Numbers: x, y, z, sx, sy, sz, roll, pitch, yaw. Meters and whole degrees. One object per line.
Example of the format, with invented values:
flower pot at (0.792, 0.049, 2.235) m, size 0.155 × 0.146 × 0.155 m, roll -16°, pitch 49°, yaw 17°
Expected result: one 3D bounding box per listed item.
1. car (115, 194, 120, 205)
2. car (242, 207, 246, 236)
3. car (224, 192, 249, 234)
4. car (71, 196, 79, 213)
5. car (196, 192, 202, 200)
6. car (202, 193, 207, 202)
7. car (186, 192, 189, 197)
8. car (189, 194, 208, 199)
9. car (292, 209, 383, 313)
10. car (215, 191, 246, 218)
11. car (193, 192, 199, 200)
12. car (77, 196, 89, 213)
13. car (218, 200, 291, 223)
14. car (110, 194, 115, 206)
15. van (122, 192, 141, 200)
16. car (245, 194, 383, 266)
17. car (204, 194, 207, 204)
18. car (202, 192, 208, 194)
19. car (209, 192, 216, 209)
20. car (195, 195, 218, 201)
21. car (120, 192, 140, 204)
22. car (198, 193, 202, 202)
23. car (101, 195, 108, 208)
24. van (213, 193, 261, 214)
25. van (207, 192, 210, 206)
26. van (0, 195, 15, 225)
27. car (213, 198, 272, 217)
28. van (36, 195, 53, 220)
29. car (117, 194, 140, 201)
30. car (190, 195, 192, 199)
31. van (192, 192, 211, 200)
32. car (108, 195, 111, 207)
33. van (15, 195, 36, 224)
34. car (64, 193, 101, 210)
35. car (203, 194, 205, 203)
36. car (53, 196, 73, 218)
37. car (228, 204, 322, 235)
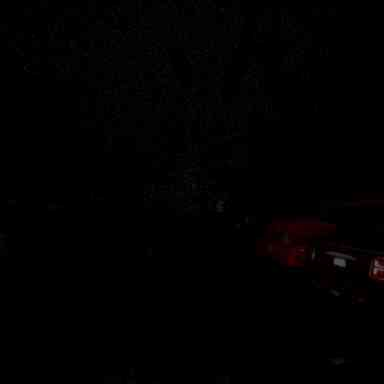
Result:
car at (-13.728, 1.403, 49.477) m, size 5.008 × 1.535 × 2.097 m, roll -1°, pitch 0°, yaw -21°
car at (4.709, 1.484, 12.884) m, size 4.792 × 1.488 × 2.163 m, roll 1°, pitch 0°, yaw -20°
car at (4.702, 1.197, 15.888) m, size 5.566 × 2.045 × 2.435 m, roll 1°, pitch 0°, yaw -20°
car at (-13.566, 1.468, 31.639) m, size 4.792 × 1.488 × 2.163 m, roll -1°, pitch 0°, yaw -20°
car at (4.028, 1.337, 64.104) m, size 5.008 × 1.535 × 2.097 m, roll 1°, pitch 0°, yaw -23°
car at (4.488, 1.375, 49.007) m, size 4.892 × 1.521 × 2.231 m, roll 1°, pitch 0°, yaw -21°
car at (1.863, 1.266, 91.136) m, size 5.366 × 1.575 × 1.946 m, roll 1°, pitch 0°, yaw -26°
car at (1.904, 1.299, 94.197) m, size 4.792 × 1.488 × 2.163 m, roll 1°, pitch 0°, yaw -26°
car at (4.721, 1.343, 6.878) m, size 4.553 × 1.767 × 2.185 m, roll 1°, pitch 0°, yaw -20°
car at (4.726, 1.184, 21.929) m, size 5.566 × 2.045 × 2.435 m, roll 1°, pitch 0°, yaw -20°
car at (3.851, 1.078, 67.107) m, size 5.566 × 2.045 × 2.435 m, roll 1°, pitch 0°, yaw -23°
car at (-13.530, 1.461, 34.642) m, size 4.792 × 1.488 × 2.163 m, roll -1°, pitch 0°, yaw -20°
car at (4.689, 1.429, 24.919) m, size 5.008 × 1.535 × 2.097 m, roll 1°, pitch 0°, yaw -20°
car at (-13.651, 1.283, 46.522) m, size 4.553 × 1.767 × 2.185 m, roll -1°, pitch 0°, yaw -21°
van at (-15.943, 1.107, 87.952) m, size 4.442 × 1.987 × 1.878 m, roll -1°, pitch 0°, yaw -25°
car at (4.724, 1.210, 9.874) m, size 5.566 × 2.045 × 2.435 m, roll 1°, pitch 0°, yaw -20°
car at (4.756, 1.388, 43.047) m, size 5.366 × 1.575 × 1.946 m, roll 1°, pitch 0°, yaw -21°
car at (4.415, 1.241, 52.025) m, size 4.553 × 1.767 × 2.185 m, roll 1°, pitch 0°, yaw -22°
car at (4.700, 1.172, 27.938) m, size 5.566 × 2.045 × 2.435 m, roll 1°, pitch 0°, yaw -20°
car at (3.318, 1.347, 76.169) m, size 4.674 × 1.452 × 2.002 m, roll 1°, pitch 0°, yaw -24°
car at (-15.084, 1.344, 79.134) m, size 5.366 × 1.575 × 1.946 m, roll -1°, pitch 0°, yaw -24°
car at (4.260, 1.351, 58.071) m, size 5.008 × 1.535 × 2.097 m, roll 1°, pitch 0°, yaw -22°
car at (-13.427, 1.415, 40.645) m, size 5.366 × 1.575 × 1.946 m, roll -1°, pitch 0°, yaw -20°
van at (4.542, 1.182, 33.893) m, size 4.442 × 1.987 × 1.878 m, roll 1°, pitch 0°, yaw -20°
van at (4.506, 1.169, 39.917) m, size 4.442 × 1.987 × 1.878 m, roll 1°, pitch 0°, yaw -21°
van at (-13.372, 1.234, 19.789) m, size 4.442 × 1.987 × 1.878 m, roll -1°, pitch 0°, yaw -20°
car at (4.663, 1.416, 30.930) m, size 5.008 × 1.535 × 2.097 m, roll 1°, pitch 0°, yaw -20°
van at (-13.405, 1.222, 25.744) m, size 4.442 × 1.987 × 1.878 m, roll -1°, pitch 0°, yaw -20°
car at (-15.665, 1.345, 81.926) m, size 5.366 × 1.575 × 1.946 m, roll -1°, pitch 0°, yaw -25°
car at (2.862, 1.294, 82.195) m, size 4.892 × 1.521 × 2.231 m, roll 1°, pitch 0°, yaw -25°
van at (2.497, 1.058, 85.151) m, size 4.442 × 1.987 × 1.878 m, roll 1°, pitch 0°, yaw -25°
car at (-13.627, 1.415, 43.545) m, size 4.892 × 1.521 × 2.231 m, roll -1°, pitch 0°, yaw -21°
van at (-13.389, 1.228, 22.766) m, size 4.442 × 1.987 × 1.878 m, roll -1°, pitch 0°, yaw -20°
car at (-13.602, 1.175, 37.590) m, size 5.566 × 2.045 × 2.435 m, roll -1°, pitch 0°, yaw -20°
car at (4.558, 1.382, 45.989) m, size 5.008 × 1.535 × 2.097 m, roll 1°, pitch 0°, yaw -21°
car at (-13.350, 1.438, 28.743) m, size 5.366 × 1.575 × 1.946 m, roll -1°, pitch 0°, yaw -20°
car at (4.684, 1.471, 18.897) m, size 4.792 × 1.488 × 2.163 m, roll 1°, pitch 0°, yaw -20°
